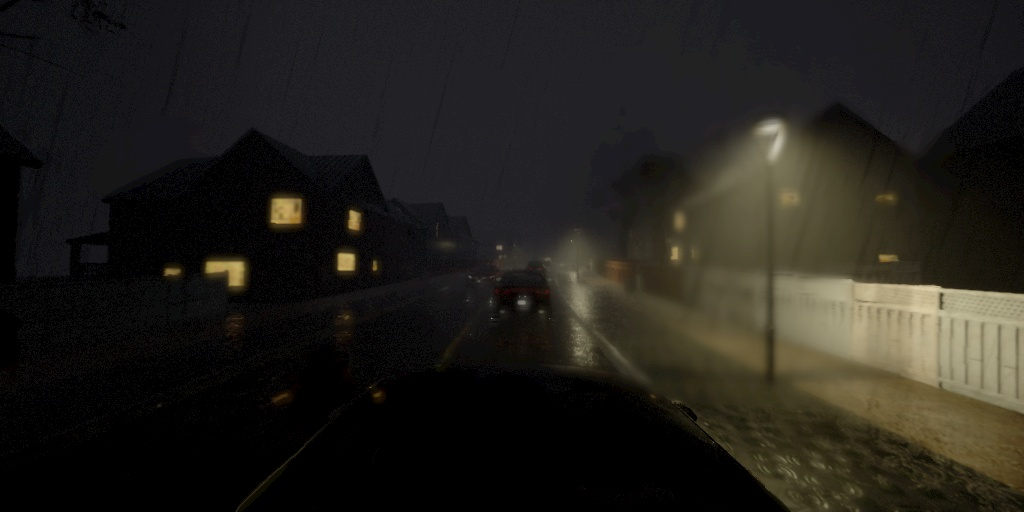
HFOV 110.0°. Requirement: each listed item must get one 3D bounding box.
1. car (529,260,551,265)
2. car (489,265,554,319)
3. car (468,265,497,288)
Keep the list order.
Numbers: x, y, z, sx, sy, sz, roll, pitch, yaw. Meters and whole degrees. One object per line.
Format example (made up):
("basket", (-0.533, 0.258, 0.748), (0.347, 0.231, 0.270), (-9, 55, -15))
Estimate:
("car", (2.424, 1.284, 33.693), (1.837, 1.490, 4.892), (0, 0, 8))
("car", (0.467, 1.252, 13.072), (1.882, 1.535, 5.008), (0, 0, 3))
("car", (-1.666, 1.315, 24.183), (1.812, 1.442, 4.674), (0, 0, 6))
